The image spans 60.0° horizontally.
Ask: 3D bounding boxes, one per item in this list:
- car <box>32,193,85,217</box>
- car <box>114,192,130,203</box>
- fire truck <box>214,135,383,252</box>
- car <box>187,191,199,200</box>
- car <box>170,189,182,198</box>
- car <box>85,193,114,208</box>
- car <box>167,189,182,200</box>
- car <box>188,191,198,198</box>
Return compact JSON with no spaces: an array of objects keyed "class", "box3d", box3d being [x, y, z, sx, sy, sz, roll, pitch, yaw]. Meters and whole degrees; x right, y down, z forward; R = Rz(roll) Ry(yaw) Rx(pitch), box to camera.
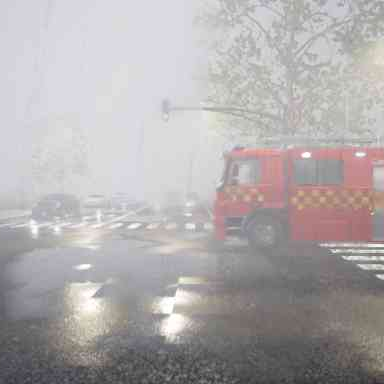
[{"class":"car","box3d":[-9.975,0.875,24.716,2.097,1.767,4.553,0,1,1]},{"class":"car","box3d":[-9.769,0.706,46.159,1.812,1.442,4.674,0,1,0]},{"class":"fire truck","box3d":[5.010,0.018,11.912,8.468,3.827,2.891,0,2,3]},{"class":"car","box3d":[0.143,0.615,55.369,1.994,1.385,4.181,0,1,1]},{"class":"car","box3d":[-3.015,0.227,65.432,2.097,1.767,4.553,0,1,1]},{"class":"car","box3d":[-9.883,0.891,34.701,1.812,1.442,4.674,0,1,0]},{"class":"car","box3d":[-3.106,0.568,55.431,1.812,1.442,4.674,0,1,1]},{"class":"car","box3d":[0.235,0.446,65.437,1.994,1.385,4.181,0,1,1]}]
